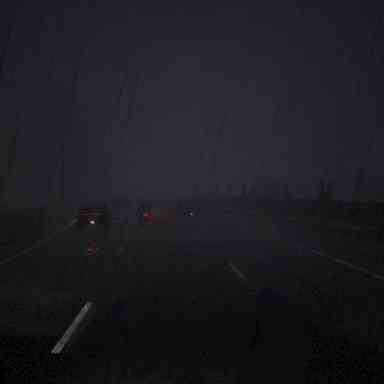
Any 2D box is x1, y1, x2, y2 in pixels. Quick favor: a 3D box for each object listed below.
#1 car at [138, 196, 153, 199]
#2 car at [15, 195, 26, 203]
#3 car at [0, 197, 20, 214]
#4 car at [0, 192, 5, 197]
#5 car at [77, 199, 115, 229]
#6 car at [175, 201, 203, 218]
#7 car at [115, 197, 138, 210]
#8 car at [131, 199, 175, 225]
[{"bbox_3d":[-6.195,1.259,43.286,1.837,1.490,4.892,0,1,-25],"label":"car"},{"bbox_3d":[-31.067,1.242,59.990,1.812,1.442,4.674,0,0,-29],"label":"car"},{"bbox_3d":[-14.139,1.385,23.680,2.128,1.511,4.902,0,0,-16],"label":"car"},{"bbox_3d":[-34.105,0.960,58.253,2.150,2.045,5.566,0,0,-29],"label":"car"},{"bbox_3d":[-5.974,1.395,20.669,1.837,1.490,4.892,0,0,-12],"label":"car"},{"bbox_3d":[-0.648,1.432,28.129,1.895,1.301,4.718,0,0,-16],"label":"car"},{"bbox_3d":[-8.252,1.277,39.124,2.128,1.511,4.902,0,1,-23],"label":"car"},{"bbox_3d":[-2.807,1.417,22.660,2.033,1.411,5.357,0,0,-13],"label":"car"}]
